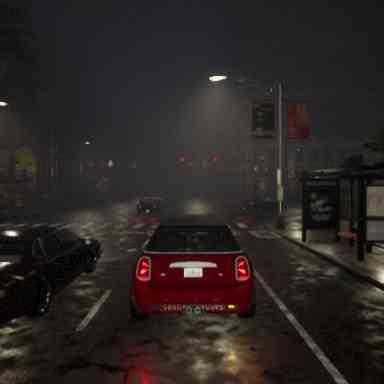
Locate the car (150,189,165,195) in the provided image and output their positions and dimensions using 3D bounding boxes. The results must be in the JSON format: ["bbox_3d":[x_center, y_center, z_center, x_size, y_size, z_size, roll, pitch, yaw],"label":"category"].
[{"bbox_3d":[-7.797,0.571,75.406,1.882,1.535,5.008,0,1,-1],"label":"car"}]

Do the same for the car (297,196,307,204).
[{"bbox_3d":[17.284,0.930,46.592,4.892,1.490,1.837,0,1,0],"label":"car"}]

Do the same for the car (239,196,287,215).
[{"bbox_3d":[6.331,1.133,29.219,4.902,1.511,2.128,-1,0,-36],"label":"car"}]

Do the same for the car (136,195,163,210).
[{"bbox_3d":[-3.708,1.242,29.776,1.895,1.301,4.718,0,1,-1],"label":"car"}]

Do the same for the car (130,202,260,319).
[{"bbox_3d":[0.008,1.261,7.363,2.097,1.767,4.553,0,1,0],"label":"car"}]

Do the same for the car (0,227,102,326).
[{"bbox_3d":[-3.491,1.461,7.160,2.033,1.411,5.357,0,1,0],"label":"car"}]

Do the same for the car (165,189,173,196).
[{"bbox_3d":[-6.816,0.125,91.359,2.150,2.045,5.566,0,1,12],"label":"car"}]

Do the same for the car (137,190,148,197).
[{"bbox_3d":[-11.309,0.438,76.469,2.097,1.767,4.553,0,1,-1],"label":"car"}]

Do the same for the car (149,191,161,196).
[{"bbox_3d":[-10.185,0.486,92.347,1.895,1.301,4.718,0,1,12],"label":"car"}]
